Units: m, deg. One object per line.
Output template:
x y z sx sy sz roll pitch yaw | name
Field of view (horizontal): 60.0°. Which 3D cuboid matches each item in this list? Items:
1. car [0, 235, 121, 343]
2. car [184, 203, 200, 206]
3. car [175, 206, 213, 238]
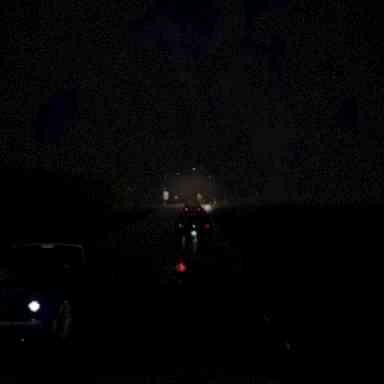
-2.815 1.617 6.588 1.895 1.301 4.718 0 0 0 | car
0.087 1.808 35.877 1.895 1.301 4.718 0 0 0 | car
0.093 1.683 18.230 1.895 1.301 4.718 0 0 0 | car
